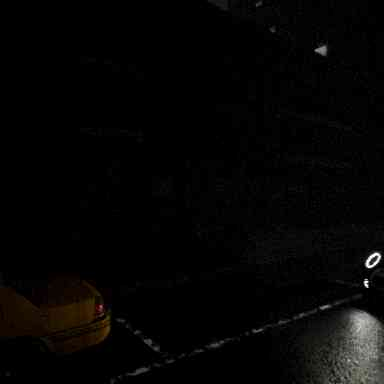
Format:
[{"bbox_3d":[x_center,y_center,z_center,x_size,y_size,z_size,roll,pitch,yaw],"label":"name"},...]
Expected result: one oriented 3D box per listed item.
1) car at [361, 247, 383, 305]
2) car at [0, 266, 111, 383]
[{"bbox_3d":[5.576,1.356,7.042,4.553,1.767,2.097,0,0,-35],"label":"car"},{"bbox_3d":[-3.385,1.526,3.659,4.829,1.417,1.752,0,2,-35],"label":"car"}]
